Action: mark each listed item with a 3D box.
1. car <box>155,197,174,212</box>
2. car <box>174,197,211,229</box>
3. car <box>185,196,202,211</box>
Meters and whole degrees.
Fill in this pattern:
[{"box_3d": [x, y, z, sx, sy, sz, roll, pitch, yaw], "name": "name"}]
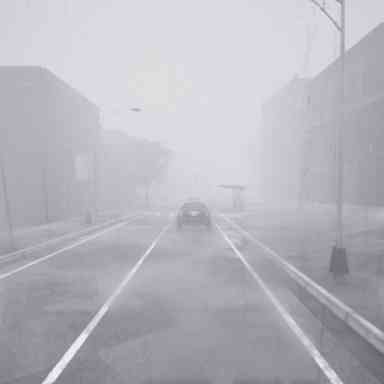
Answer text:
[{"box_3d": [-3.211, 1.430, 40.167, 2.097, 1.767, 4.553, 0, 0, 1], "name": "car"}, {"box_3d": [0.134, 1.378, 22.099, 2.097, 1.767, 4.553, 0, 0, 0], "name": "car"}, {"box_3d": [0.156, 1.433, 42.440, 2.097, 1.767, 4.553, 0, 0, 0], "name": "car"}]
